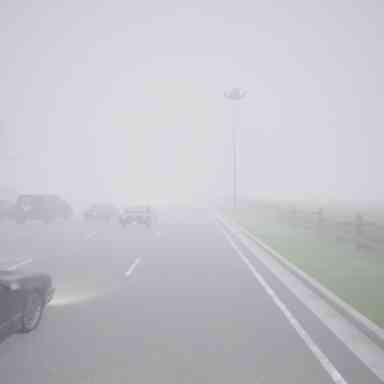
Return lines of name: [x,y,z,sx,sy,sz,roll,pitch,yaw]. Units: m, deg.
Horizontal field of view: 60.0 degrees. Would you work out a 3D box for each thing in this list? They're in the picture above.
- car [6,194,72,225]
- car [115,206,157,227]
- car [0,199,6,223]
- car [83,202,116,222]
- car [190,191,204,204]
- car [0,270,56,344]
car: [-10.413,1.159,23.570,2.150,2.045,5.566,0,0,0]
car: [-3.420,1.542,21.902,1.895,1.301,4.718,0,0,0]
car: [-13.915,1.286,23.841,2.097,1.767,4.553,0,0,0]
car: [-6.911,1.495,25.805,1.994,1.385,4.181,0,0,0]
car: [1.112,1.190,60.095,2.097,1.767,4.553,0,0,0]
car: [-3.435,1.537,3.671,2.033,1.411,5.357,0,0,0]
